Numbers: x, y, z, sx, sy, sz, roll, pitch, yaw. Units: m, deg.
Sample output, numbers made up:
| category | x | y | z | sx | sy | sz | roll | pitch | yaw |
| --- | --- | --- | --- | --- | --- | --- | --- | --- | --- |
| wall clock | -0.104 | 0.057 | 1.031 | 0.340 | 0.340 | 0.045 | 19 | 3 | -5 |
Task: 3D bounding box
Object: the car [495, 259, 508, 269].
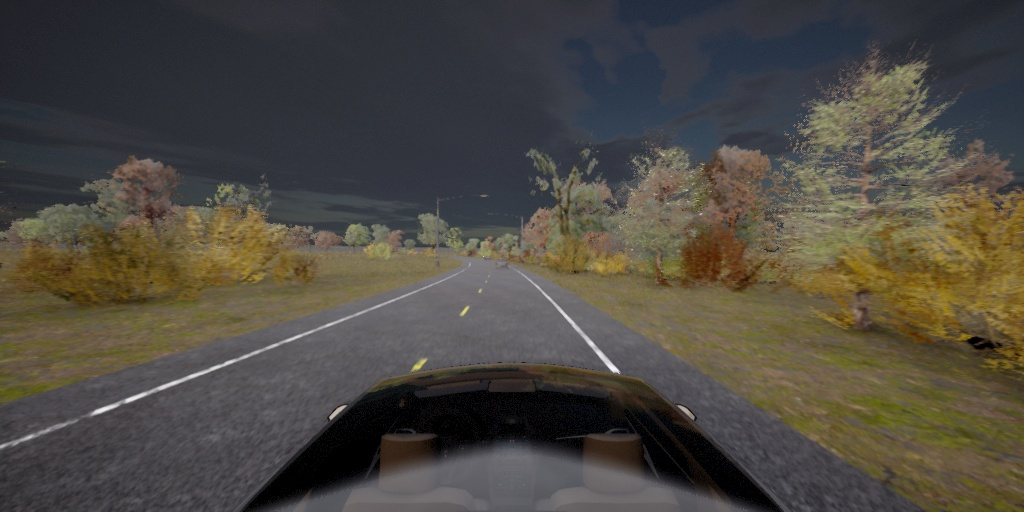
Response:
| category | x | y | z | sx | sy | sz | roll | pitch | yaw |
| --- | --- | --- | --- | --- | --- | --- | --- | --- | --- |
| car | -1.614 | 1.171 | 55.464 | 2.128 | 1.511 | 4.902 | 0 | 0 | -4 |
